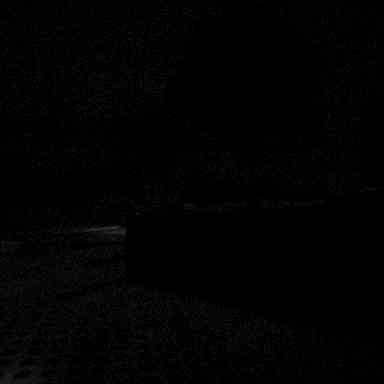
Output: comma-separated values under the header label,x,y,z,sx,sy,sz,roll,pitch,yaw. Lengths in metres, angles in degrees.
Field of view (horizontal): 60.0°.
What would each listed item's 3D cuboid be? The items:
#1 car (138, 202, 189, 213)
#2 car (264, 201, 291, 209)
label,x,y,z,sx,sy,sz,roll,pitch,yaw
car,-2.048,1.591,23.523,2.097,1.767,4.553,0,-1,35
car,10.590,1.922,41.172,2.097,1.767,4.553,0,-1,38
